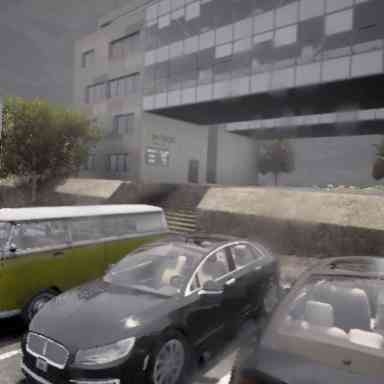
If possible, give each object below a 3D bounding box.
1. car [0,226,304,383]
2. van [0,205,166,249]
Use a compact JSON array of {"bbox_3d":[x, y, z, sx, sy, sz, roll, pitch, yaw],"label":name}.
[{"bbox_3d":[-0.120,1.498,5.380,2.231,1.521,4.892,0,0,36],"label":"car"},{"bbox_3d":[-2.464,1.286,6.906,1.878,1.987,4.442,0,0,36],"label":"van"}]
